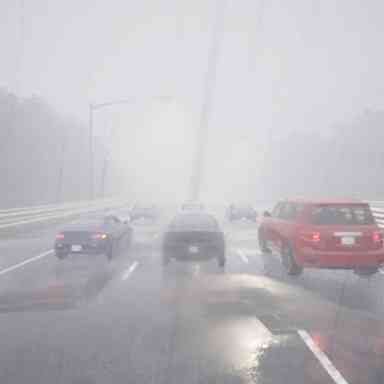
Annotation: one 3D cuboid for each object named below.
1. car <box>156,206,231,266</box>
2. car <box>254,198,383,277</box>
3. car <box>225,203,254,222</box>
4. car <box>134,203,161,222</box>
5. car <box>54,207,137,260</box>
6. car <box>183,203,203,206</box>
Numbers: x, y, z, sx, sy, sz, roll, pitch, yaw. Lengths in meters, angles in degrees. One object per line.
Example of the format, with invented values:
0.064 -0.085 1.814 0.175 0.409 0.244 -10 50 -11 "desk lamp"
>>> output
0.074 1.441 11.475 1.882 1.535 5.008 0 -1 1 "car"
3.569 1.188 10.240 2.150 2.045 5.566 0 0 0 "car"
3.573 1.500 25.083 1.895 1.301 4.718 0 0 0 "car"
-3.426 1.500 25.110 1.895 1.301 4.718 0 0 0 "car"
-3.419 1.486 12.166 1.812 1.442 4.674 0 0 0 "car"
0.075 1.500 25.103 1.895 1.301 4.718 0 0 1 "car"
